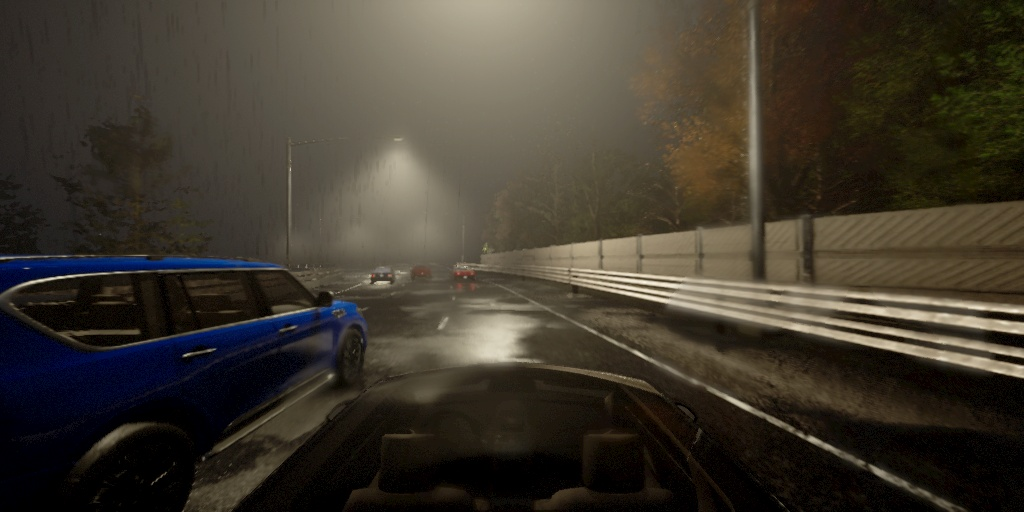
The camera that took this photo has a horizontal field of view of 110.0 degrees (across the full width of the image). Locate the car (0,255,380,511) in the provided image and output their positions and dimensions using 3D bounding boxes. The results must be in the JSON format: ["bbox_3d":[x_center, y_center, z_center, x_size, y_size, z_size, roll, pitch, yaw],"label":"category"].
[{"bbox_3d":[-3.515,1.023,3.845,2.150,2.045,5.566,0,0,-1],"label":"car"}]

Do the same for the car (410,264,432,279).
[{"bbox_3d":[-9.671,1.605,37.940,1.882,1.535,5.008,0,0,-19],"label":"car"}]

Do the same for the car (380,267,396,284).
[{"bbox_3d":[-11.071,1.634,30.944,2.033,1.411,5.357,0,0,-16],"label":"car"}]

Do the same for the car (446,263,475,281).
[{"bbox_3d":[-4.828,1.653,34.410,1.895,1.301,4.718,0,0,-16],"label":"car"}]
